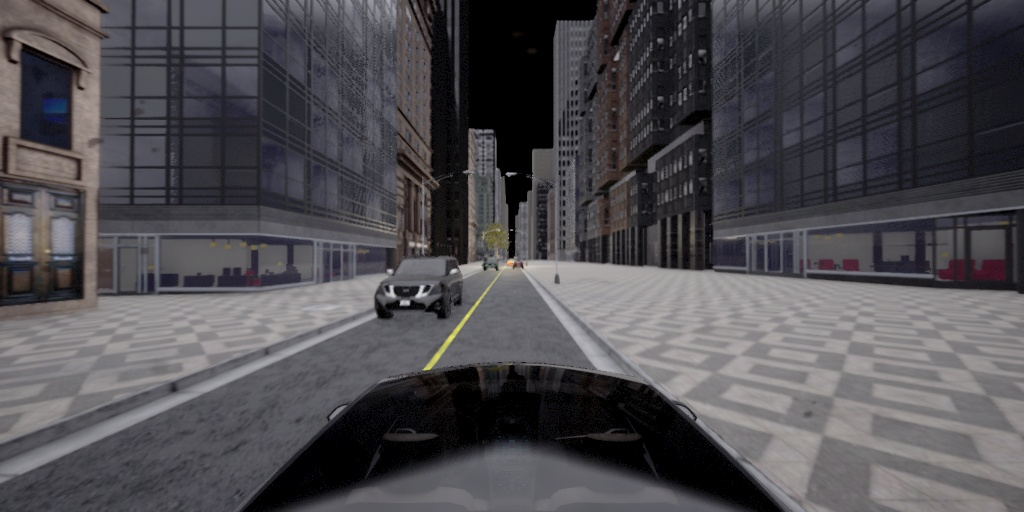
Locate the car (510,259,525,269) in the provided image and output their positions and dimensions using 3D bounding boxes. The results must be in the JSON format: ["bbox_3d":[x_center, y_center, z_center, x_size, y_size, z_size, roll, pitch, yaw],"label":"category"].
[{"bbox_3d":[1.059,1.478,60.035,1.812,1.442,4.674,0,0,0],"label":"car"}]

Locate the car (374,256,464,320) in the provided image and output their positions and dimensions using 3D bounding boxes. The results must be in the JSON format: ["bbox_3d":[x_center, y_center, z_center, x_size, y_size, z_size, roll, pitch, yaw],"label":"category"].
[{"bbox_3d":[-3.099,1.011,13.153,2.150,2.045,5.566,0,0,0],"label":"car"}]

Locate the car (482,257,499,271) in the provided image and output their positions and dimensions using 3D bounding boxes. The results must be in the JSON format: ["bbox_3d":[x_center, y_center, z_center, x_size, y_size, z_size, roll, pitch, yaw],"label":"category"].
[{"bbox_3d":[-3.062,1.144,52.545,2.150,2.045,5.566,0,0,0],"label":"car"}]
